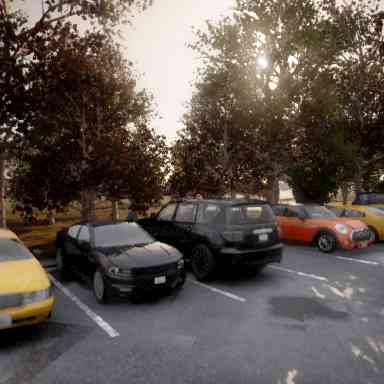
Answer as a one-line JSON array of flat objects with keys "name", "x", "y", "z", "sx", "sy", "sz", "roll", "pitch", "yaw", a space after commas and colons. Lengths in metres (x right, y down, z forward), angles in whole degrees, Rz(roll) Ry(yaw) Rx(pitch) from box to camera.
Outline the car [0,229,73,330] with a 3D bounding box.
[{"name": "car", "x": -4.244, "y": 1.472, "z": 6.805, "sx": 1.946, "sy": 1.575, "sz": 5.366, "roll": 0, "pitch": 0, "yaw": -35}]

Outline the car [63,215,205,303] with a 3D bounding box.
[{"name": "car", "x": -2.084, "y": 1.467, "z": 8.580, "sx": 2.097, "sy": 1.535, "sz": 5.008, "roll": 0, "pitch": 0, "yaw": -36}]

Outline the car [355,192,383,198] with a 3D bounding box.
[{"name": "car", "x": 11.649, "y": 1.007, "z": 18.334, "sx": 2.435, "sy": 2.045, "sz": 5.566, "roll": -1, "pitch": 1, "yaw": -35}]

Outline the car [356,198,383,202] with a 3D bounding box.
[{"name": "car", "x": 9.261, "y": 1.301, "z": 16.893, "sx": 1.946, "sy": 1.575, "sz": 5.366, "roll": -1, "pitch": 1, "yaw": -35}]

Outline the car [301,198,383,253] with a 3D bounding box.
[{"name": "car", "x": 4.715, "y": 1.267, "z": 13.461, "sx": 2.185, "sy": 1.767, "sz": 4.553, "roll": -1, "pitch": 0, "yaw": -35}]

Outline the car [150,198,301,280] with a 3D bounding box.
[{"name": "car", "x": 0.172, "y": 1.199, "z": 10.217, "sx": 2.435, "sy": 2.045, "sz": 5.566, "roll": -1, "pitch": 0, "yaw": -35}]
